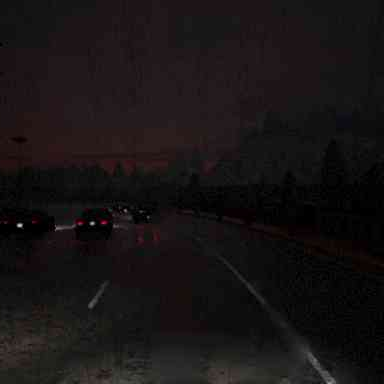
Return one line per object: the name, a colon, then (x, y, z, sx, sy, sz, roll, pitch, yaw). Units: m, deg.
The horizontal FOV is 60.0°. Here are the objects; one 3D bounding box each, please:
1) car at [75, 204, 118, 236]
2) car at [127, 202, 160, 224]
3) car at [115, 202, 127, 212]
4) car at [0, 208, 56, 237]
car: (-5.547, 1.657, 19.255, 2.033, 1.411, 5.357, 0, 0, -12)
car: (-3.712, 1.626, 26.250, 2.128, 1.511, 4.902, 0, 0, -14)
car: (-8.483, 1.823, 40.194, 1.895, 1.301, 4.718, 0, 0, -22)
car: (-9.121, 1.686, 18.879, 1.994, 1.385, 4.181, 0, 0, -11)
